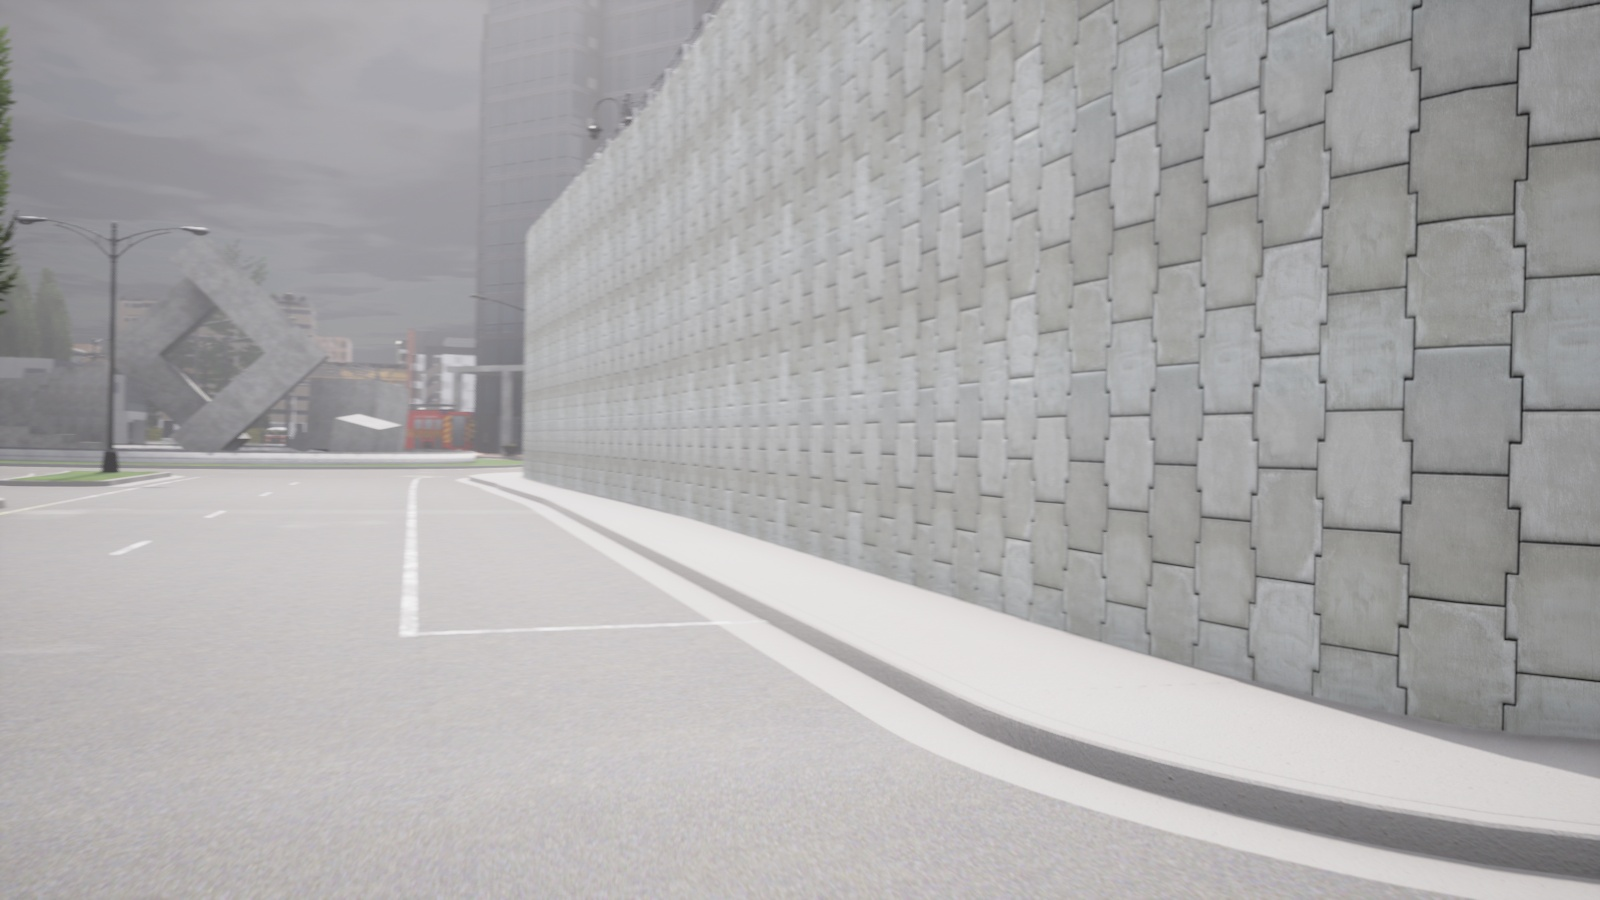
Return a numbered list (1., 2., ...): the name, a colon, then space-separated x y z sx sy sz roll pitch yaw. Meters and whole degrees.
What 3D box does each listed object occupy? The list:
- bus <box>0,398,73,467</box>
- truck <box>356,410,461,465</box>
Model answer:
1. bus: -52.061 -1.089 78.954 3.944 4.253 10.273 0 0 37
2. truck: -28.502 -0.910 91.230 8.468 3.827 2.891 0 0 37
